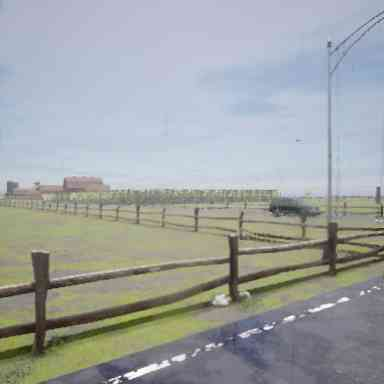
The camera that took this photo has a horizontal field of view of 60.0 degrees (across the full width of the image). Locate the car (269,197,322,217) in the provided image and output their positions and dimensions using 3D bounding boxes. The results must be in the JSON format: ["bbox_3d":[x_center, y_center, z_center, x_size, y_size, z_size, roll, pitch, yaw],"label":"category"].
[{"bbox_3d":[10.514,1.540,34.231,2.150,2.045,5.566,1,0,-37],"label":"car"}]
